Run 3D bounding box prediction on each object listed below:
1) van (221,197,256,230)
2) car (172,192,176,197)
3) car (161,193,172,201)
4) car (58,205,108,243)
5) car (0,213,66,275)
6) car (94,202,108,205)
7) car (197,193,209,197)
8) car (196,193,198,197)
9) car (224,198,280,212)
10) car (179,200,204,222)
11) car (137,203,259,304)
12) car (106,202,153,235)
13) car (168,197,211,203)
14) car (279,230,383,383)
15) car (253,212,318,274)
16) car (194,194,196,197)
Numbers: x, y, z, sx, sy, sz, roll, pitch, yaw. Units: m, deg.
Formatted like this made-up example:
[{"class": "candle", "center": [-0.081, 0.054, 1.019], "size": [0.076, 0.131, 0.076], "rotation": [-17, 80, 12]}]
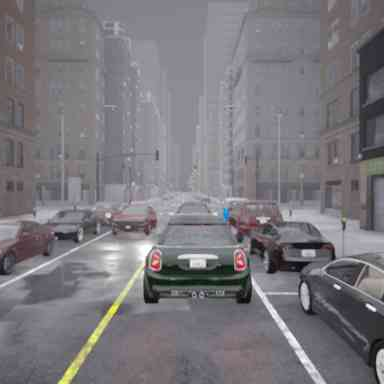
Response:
[{"class": "van", "center": [2.876, 1.276, 21.290], "size": [1.690, 1.788, 3.998], "rotation": [0, 0, 0]}, {"class": "car", "center": [-6.493, 1.106, 93.278], "size": [2.192, 1.841, 5.009], "rotation": [0, 0, -1]}, {"class": "car", "center": [-6.133, 1.247, 76.317], "size": [1.967, 1.590, 4.097], "rotation": [0, 0, -1]}, {"class": "car", "center": [-5.654, 1.518, 15.768], "size": [1.947, 1.339, 4.313], "rotation": [0, 0, 0]}, {"class": "car", "center": [-5.659, 1.551, 10.243], "size": [1.802, 1.307, 4.206], "rotation": [0, 0, 0]}, {"class": "car", "center": [-5.650, 1.375, 21.293], "size": [1.967, 1.590, 4.097], "rotation": [0, 0, 0]}, {"class": "car", "center": [2.629, 1.269, 65.181], "size": [1.967, 1.590, 4.097], "rotation": [0, 0, -1]}, {"class": "car", "center": [2.390, 1.389, 76.488], "size": [1.802, 1.307, 4.206], "rotation": [0, 0, -1]}, {"class": "car", "center": [2.872, 1.267, 15.767], "size": [2.192, 1.841, 5.009], "rotation": [0, 0, 0]}, {"class": "car", "center": [0.009, 1.445, 26.631], "size": [1.812, 1.442, 4.674], "rotation": [0, 0, 0]}, {"class": "car", "center": [0.108, 1.327, 8.245], "size": [2.097, 1.767, 4.553], "rotation": [0, 0, 0]}, {"class": "car", "center": [-3.044, 1.421, 18.435], "size": [1.882, 1.535, 5.008], "rotation": [0, 0, 0]}, {"class": "car", "center": [0.117, 1.300, 17.085], "size": [2.097, 1.767, 4.553], "rotation": [0, 0, 1]}, {"class": "car", "center": [2.862, 1.536, 4.720], "size": [2.008, 1.369, 4.403], "rotation": [0, 0, 0]}, {"class": "car", "center": [2.867, 1.535, 10.243], "size": [1.947, 1.339, 4.313], "rotation": [0, 0, 0]}, {"class": "car", "center": [2.151, 1.372, 87.792], "size": [1.802, 1.307, 4.206], "rotation": [0, 0, -1]}]
